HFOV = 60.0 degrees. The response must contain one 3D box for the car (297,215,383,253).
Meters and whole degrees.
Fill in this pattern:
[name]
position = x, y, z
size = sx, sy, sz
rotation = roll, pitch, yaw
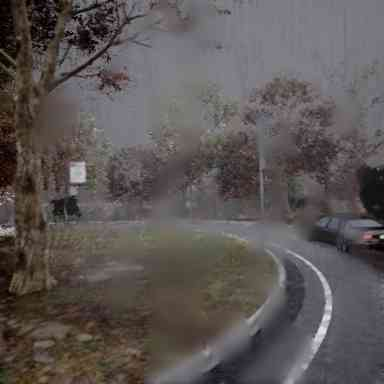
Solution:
[car]
position = 6.555, 1.692, 14.486
size = 2.033, 1.411, 5.357
rotation = -1, 0, -8
